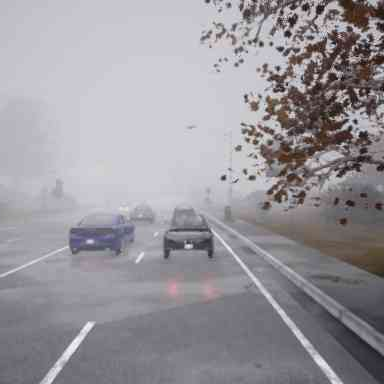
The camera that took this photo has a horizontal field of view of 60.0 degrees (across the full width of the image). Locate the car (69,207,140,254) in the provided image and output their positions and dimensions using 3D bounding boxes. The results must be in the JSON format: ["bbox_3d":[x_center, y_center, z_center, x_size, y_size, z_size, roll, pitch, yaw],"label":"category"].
[{"bbox_3d":[-3.671,1.632,14.306,1.882,1.535,5.008,0,0,-1],"label":"car"}]

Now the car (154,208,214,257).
[{"bbox_3d":[-0.157,1.640,13.640,2.128,1.511,4.902,0,0,-1],"label":"car"}]

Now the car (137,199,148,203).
[{"bbox_3d":[-9.615,2.203,65.316,1.837,1.490,4.892,0,-1,-3],"label":"car"}]

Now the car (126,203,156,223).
[{"bbox_3d":[-4.181,1.871,28.493,1.994,1.385,4.181,0,-1,-2],"label":"car"}]

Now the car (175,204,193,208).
[{"bbox_3d":[-0.717,1.794,29.479,1.882,1.535,5.008,0,0,-2],"label":"car"}]

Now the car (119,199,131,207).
[{"bbox_3d":[-13.118,2.205,65.374,2.128,1.511,4.902,0,0,-3],"label":"car"}]
